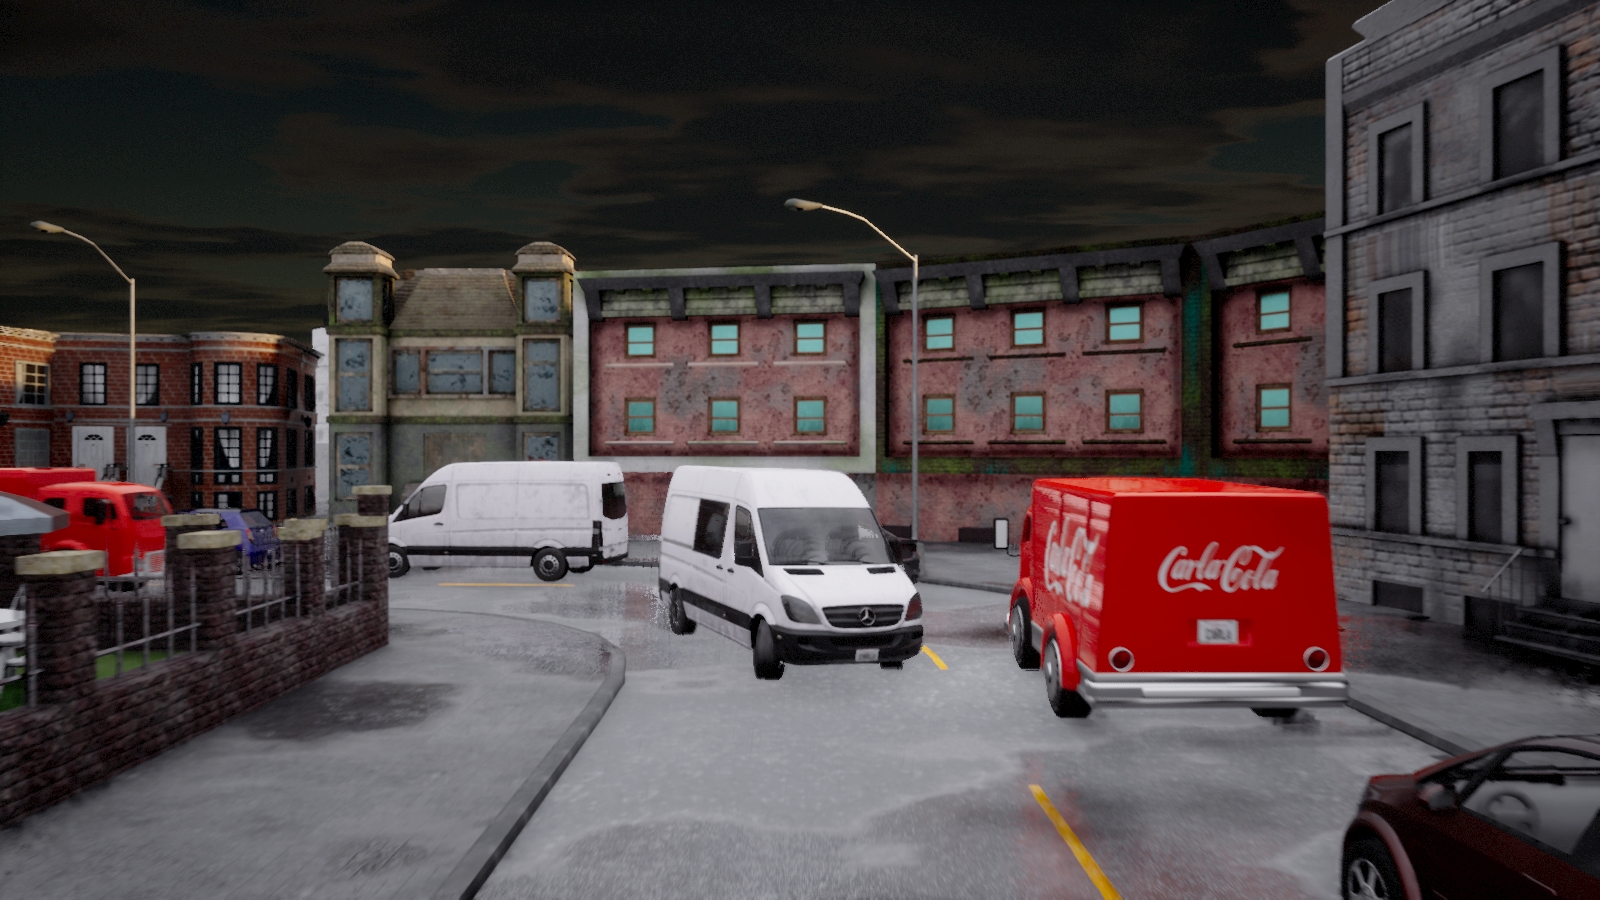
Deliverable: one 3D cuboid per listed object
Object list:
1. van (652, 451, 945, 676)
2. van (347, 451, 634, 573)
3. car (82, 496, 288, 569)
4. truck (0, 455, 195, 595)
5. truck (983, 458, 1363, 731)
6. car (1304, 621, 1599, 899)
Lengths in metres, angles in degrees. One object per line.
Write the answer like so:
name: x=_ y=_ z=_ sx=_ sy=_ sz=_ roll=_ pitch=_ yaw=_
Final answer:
van: x=-0.319 y=1.316 z=16.150 sx=1.988 sy=2.561 sz=5.915 roll=1 pitch=-1 yaw=-22
van: x=-6.876 y=1.316 z=25.605 sx=5.915 sy=2.561 sz=1.988 roll=0 pitch=0 yaw=10
car: x=-13.682 y=1.818 z=25.578 sx=3.633 sy=1.501 sz=1.845 roll=0 pitch=0 yaw=0
truck: x=-14.767 y=1.346 z=21.663 sx=5.204 sy=2.467 sz=2.627 roll=0 pitch=0 yaw=0
truck: x=3.874 y=1.354 z=13.181 sx=2.627 sy=2.467 sz=5.204 roll=0 pitch=0 yaw=-1
car: x=3.930 y=1.806 z=5.007 sx=1.789 sy=1.549 sz=3.705 roll=0 pitch=0 yaw=0
